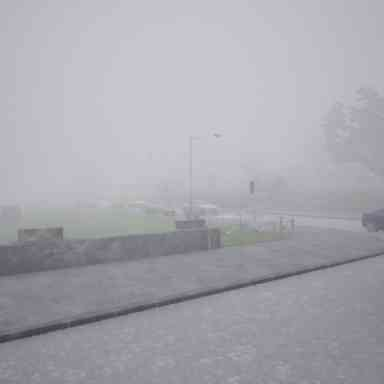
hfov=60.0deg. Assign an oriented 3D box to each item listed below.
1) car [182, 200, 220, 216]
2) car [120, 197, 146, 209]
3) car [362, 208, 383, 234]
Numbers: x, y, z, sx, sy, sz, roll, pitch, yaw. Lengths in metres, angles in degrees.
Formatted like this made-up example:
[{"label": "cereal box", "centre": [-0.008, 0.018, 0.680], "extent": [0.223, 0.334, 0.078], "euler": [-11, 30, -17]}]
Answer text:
[{"label": "car", "centre": [0.767, 1.526, 33.062], "extent": [1.812, 1.442, 4.674], "euler": [0, 0, -36]}, {"label": "car", "centre": [-8.113, 1.478, 45.511], "extent": [1.882, 1.535, 5.008], "euler": [0, 0, -35]}, {"label": "car", "centre": [11.007, 1.477, 16.853], "extent": [1.882, 1.535, 5.008], "euler": [1, -1, -16]}]
